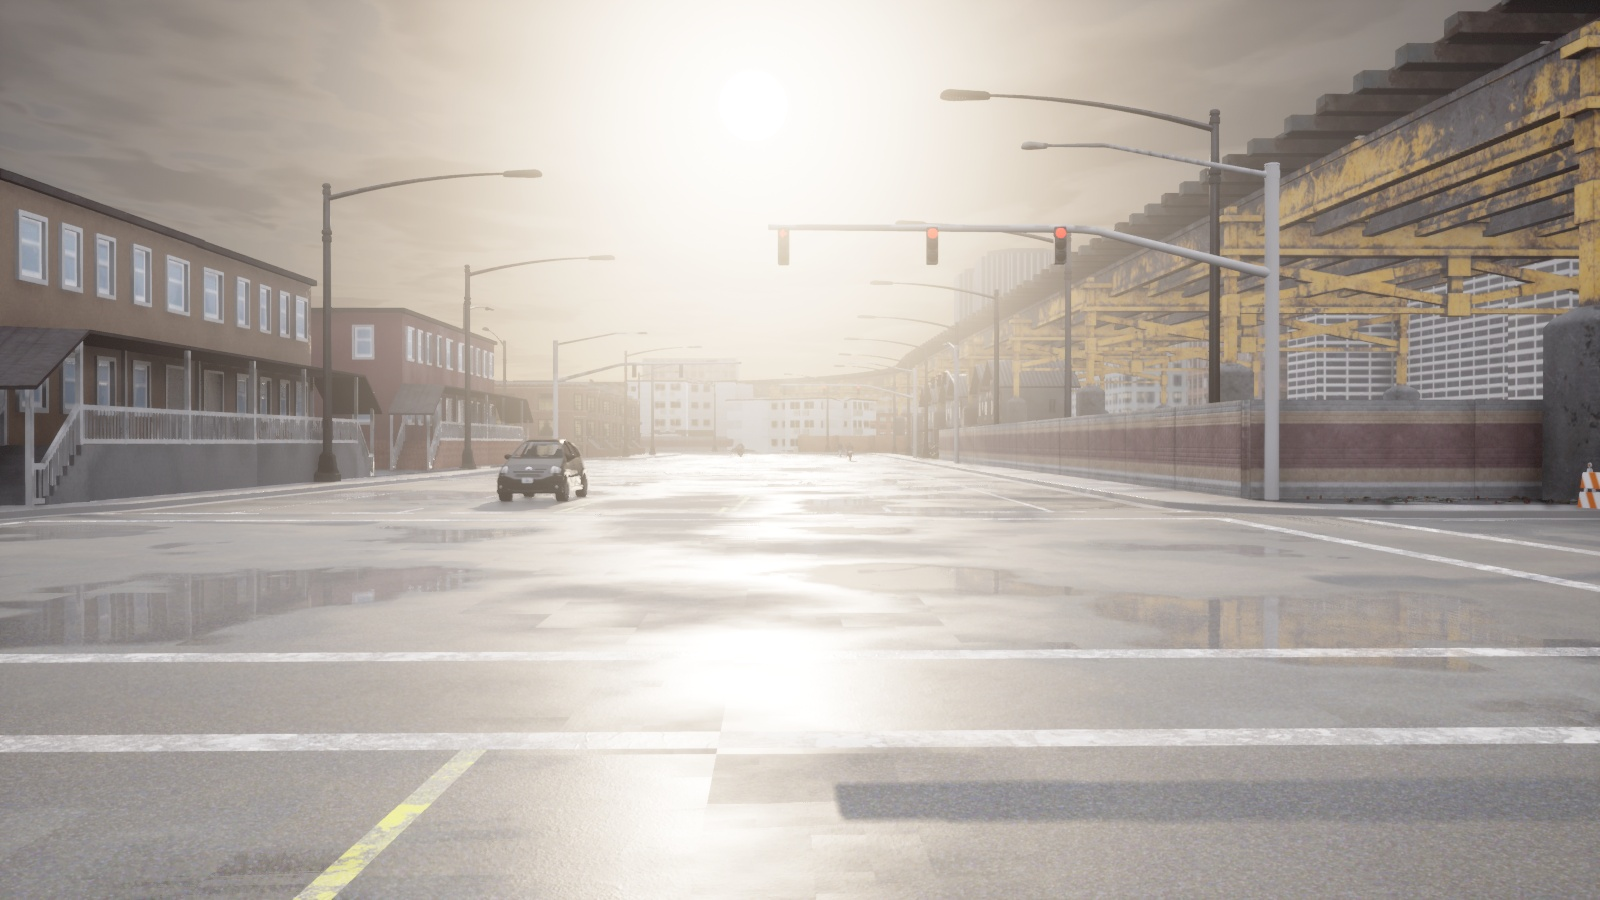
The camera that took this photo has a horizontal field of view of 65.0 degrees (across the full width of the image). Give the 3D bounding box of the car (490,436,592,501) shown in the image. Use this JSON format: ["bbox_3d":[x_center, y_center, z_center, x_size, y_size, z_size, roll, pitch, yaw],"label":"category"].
[{"bbox_3d":[-6.794,0.451,33.323,1.851,1.617,3.988,0,0,0],"label":"car"}]
